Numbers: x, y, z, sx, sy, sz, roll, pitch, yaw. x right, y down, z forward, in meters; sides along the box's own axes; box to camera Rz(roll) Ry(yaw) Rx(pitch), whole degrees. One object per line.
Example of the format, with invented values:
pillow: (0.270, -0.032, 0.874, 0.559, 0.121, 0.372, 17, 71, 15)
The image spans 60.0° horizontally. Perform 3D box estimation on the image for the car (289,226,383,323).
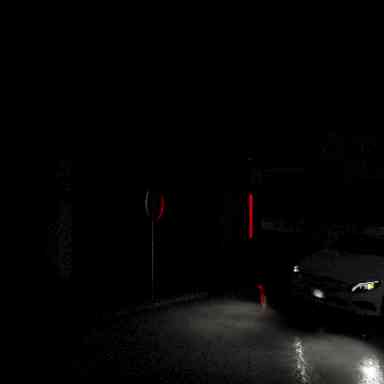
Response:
car: (4.123, 1.526, 7.265, 4.674, 1.442, 1.812, 0, 1, -36)
